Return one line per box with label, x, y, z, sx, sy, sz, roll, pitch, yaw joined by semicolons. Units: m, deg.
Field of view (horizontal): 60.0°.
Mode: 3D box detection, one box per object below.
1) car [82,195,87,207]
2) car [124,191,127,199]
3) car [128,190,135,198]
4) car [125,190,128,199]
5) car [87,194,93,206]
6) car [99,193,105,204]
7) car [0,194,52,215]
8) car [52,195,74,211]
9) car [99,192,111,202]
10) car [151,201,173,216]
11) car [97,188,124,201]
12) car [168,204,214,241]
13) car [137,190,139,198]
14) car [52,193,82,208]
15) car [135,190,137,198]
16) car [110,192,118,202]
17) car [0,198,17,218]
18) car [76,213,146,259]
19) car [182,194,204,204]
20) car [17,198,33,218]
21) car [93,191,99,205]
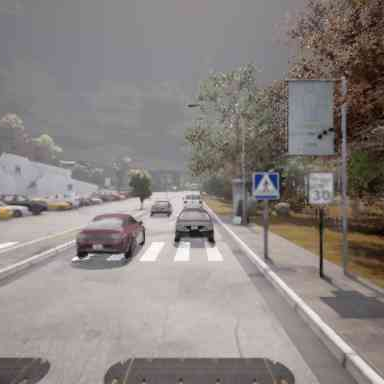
car;-16.845;1.432;44.012;4.792;1.488;2.163;-1;1;-20
car;-16.625;1.054;68.106;5.366;1.575;1.946;-1;1;-20
car;-16.820;0.694;77.020;5.566;2.045;2.435;-1;1;-20
car;-16.970;1.021;70.973;5.366;1.575;1.946;-1;1;-20
car;-16.819;1.412;47.037;4.674;1.452;2.002;-1;0;-20
car;-16.814;1.329;53.036;4.674;1.452;2.002;-1;1;-20
car;-16.806;1.238;32.030;5.566;2.045;2.435;-1;0;-20
car;-16.652;1.449;38.085;5.366;1.575;1.946;-1;0;-20
car;-16.802;1.244;56.036;5.008;1.535;2.097;-1;1;-20
car;-2.894;1.541;32.310;2.033;1.411;5.357;0;0;0
car;-16.781;0.853;65.051;5.566;2.045;2.435;-1;1;-20
car;0.104;1.554;16.562;2.033;1.411;5.357;0;0;0
car;-16.818;0.726;86.034;4.553;1.767;2.185;-1;0;-20
car;-16.850;1.180;41.011;5.566;2.045;2.435;-1;1;-20
car;-16.758;0.753;83.048;4.553;1.767;2.185;-1;1;-20
car;-16.778;1.179;62.052;4.792;1.488;2.163;-1;1;-20
car;-17.006;1.499;25.939;5.366;1.575;1.946;-1;0;-20
car;-2.902;1.531;12.558;1.812;1.442;4.674;0;0;0
car;0.107;1.190;37.040;2.150;2.045;5.566;0;0;0
car;-16.836;1.535;29.012;4.674;1.452;2.002;-1;0;-20
car;-16.846;1.206;50.024;4.553;1.767;2.185;-1;1;-20
